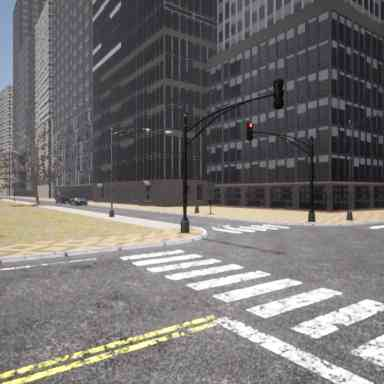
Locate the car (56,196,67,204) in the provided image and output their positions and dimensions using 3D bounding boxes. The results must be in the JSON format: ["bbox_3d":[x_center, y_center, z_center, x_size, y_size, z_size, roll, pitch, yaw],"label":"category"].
[{"bbox_3d":[-24.642,1.510,63.508,1.837,1.490,4.892,0,0,-35],"label":"car"}]

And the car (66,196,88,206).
[{"bbox_3d":[-18.849,1.601,55.243,1.895,1.301,4.718,0,0,-35],"label":"car"}]
